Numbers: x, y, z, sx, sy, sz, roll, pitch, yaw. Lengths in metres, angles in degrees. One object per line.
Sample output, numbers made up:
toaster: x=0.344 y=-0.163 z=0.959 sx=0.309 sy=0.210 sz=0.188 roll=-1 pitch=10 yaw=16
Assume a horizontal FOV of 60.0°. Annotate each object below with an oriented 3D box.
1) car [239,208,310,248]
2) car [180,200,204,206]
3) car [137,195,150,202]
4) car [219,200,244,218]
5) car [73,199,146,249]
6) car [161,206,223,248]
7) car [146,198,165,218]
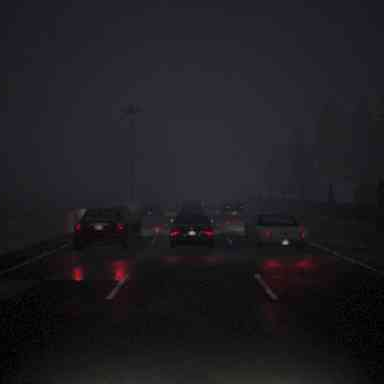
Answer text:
car: x=3.500 y=1.614 z=14.680 sx=1.895 sy=1.301 sz=4.718 roll=0 pitch=0 yaw=0
car: x=0.000 y=1.482 z=29.650 sx=1.882 sy=1.535 sz=5.008 roll=0 pitch=0 yaw=0
car: x=-10.500 y=1.491 z=72.930 sx=2.033 sy=1.411 sz=5.357 roll=0 pitch=0 yaw=0
car: x=3.500 y=1.493 z=29.650 sx=2.128 sy=1.511 sz=4.902 roll=0 pitch=0 yaw=0
car: x=-3.500 y=1.363 z=14.620 sx=2.097 sy=1.767 sz=4.553 roll=0 pitch=0 yaw=0
car: x=0.000 y=1.560 z=14.650 sx=2.033 sy=1.411 sz=5.357 roll=0 pitch=0 yaw=0
car: x=-3.500 y=1.530 z=29.650 sx=1.812 sy=1.442 sz=4.674 roll=0 pitch=0 yaw=0
